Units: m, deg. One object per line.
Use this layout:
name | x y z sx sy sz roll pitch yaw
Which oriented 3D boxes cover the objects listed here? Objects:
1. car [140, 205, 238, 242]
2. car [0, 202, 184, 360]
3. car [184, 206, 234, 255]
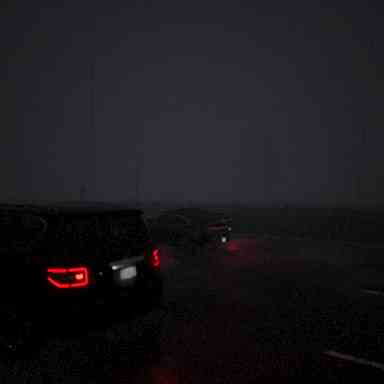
car | -0.247 1.488 17.069 4.892 1.490 1.837 0 0 36
car | -3.067 1.212 6.183 5.566 2.045 2.150 0 0 36
car | -0.846 1.478 13.200 4.902 1.511 2.128 0 0 36
